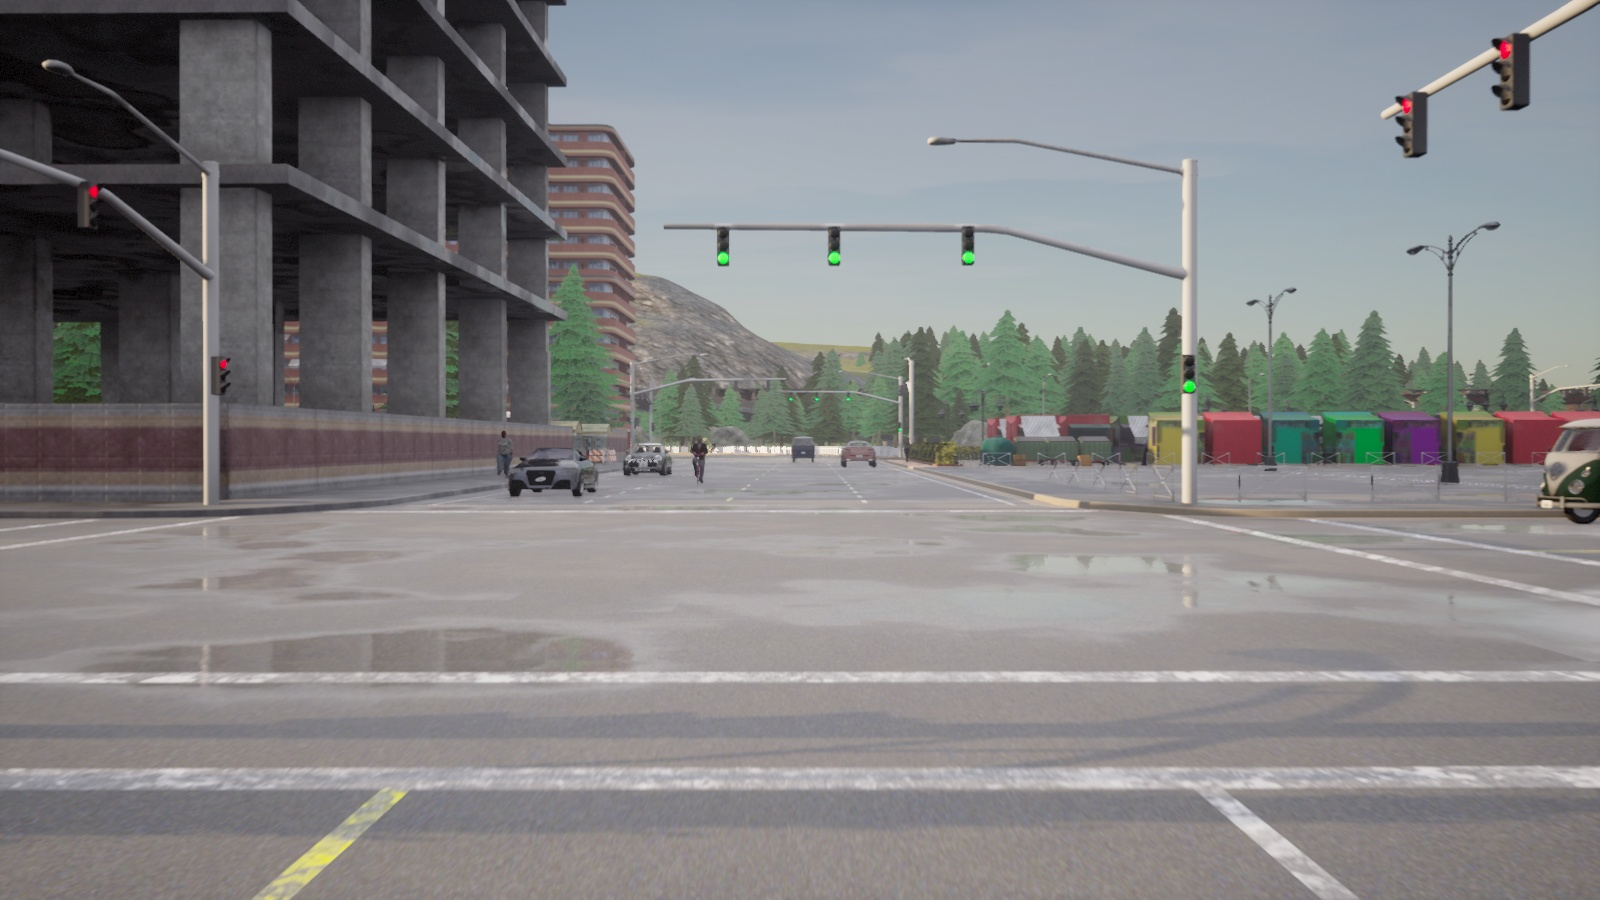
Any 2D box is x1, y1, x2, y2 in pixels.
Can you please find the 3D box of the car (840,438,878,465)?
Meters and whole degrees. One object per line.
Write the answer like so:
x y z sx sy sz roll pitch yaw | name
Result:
3.691 0.080 79.370 2.152 1.651 5.027 0 0 0 | car

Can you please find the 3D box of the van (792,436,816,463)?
0.302 -0.043 96.819 1.775 1.987 4.442 0 0 0 | van

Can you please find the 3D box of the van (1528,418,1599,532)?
16.001 0.437 22.871 4.442 1.987 1.775 0 0 1 | van

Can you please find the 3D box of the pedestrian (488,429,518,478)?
-11.398 0.121 48.215 0.874 1.855 0.900 0 0 9 | pedestrian

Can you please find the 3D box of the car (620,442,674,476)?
-6.949 0.384 57.344 1.970 1.475 3.806 0 0 0 | car

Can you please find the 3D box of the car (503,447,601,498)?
-7.085 0.601 36.304 1.994 1.385 4.181 0 0 0 | car
